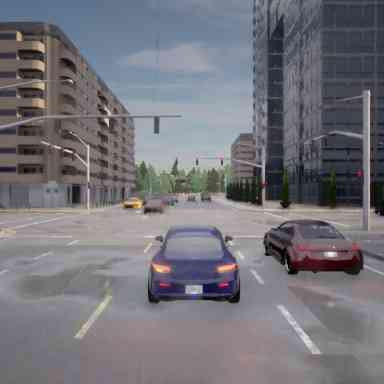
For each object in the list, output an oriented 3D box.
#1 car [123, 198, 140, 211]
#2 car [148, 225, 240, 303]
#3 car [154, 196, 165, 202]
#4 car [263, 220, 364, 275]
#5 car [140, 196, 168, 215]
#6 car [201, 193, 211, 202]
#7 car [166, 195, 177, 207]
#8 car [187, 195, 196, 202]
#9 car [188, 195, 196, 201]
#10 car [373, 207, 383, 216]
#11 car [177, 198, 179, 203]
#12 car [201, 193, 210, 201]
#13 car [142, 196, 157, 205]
[{"bbox_3d":[-7.442,1.479,42.057,1.882,1.535,5.008,0,0,-1],"label":"car"},{"bbox_3d":[0.047,1.526,8.073,1.812,1.442,4.674,0,0,0],"label":"car"},{"bbox_3d":[-7.190,1.549,73.949,1.994,1.385,4.181,0,0,1],"label":"car"},{"bbox_3d":[3.556,1.564,10.496,1.994,1.385,4.181,0,0,0],"label":"car"},{"bbox_3d":[-3.848,1.505,34.309,1.882,1.535,5.008,0,0,-1],"label":"car"},{"bbox_3d":[3.350,1.355,77.639,2.097,1.767,4.553,0,0,1],"label":"car"},{"bbox_3d":[-3.985,1.352,52.573,2.097,1.767,4.553,0,0,0],"label":"car"},{"bbox_3d":[-0.151,1.540,77.431,2.033,1.411,5.357,0,0,1],"label":"car"},{"bbox_3d":[-0.041,1.525,87.775,2.128,1.511,4.902,0,0,1],"label":"car"},{"bbox_3d":[19.459,1.656,30.678,4.718,1.301,1.895,0,0,0],"label":"car"},{"bbox_3d":[-3.767,1.525,67.915,1.812,1.442,4.674,0,0,1],"label":"car"},{"bbox_3d":[3.459,1.225,87.802,2.150,2.045,5.566,0,0,1],"label":"car"},{"bbox_3d":[-7.435,1.504,58.424,1.837,1.490,4.892,0,0,1],"label":"car"}]
